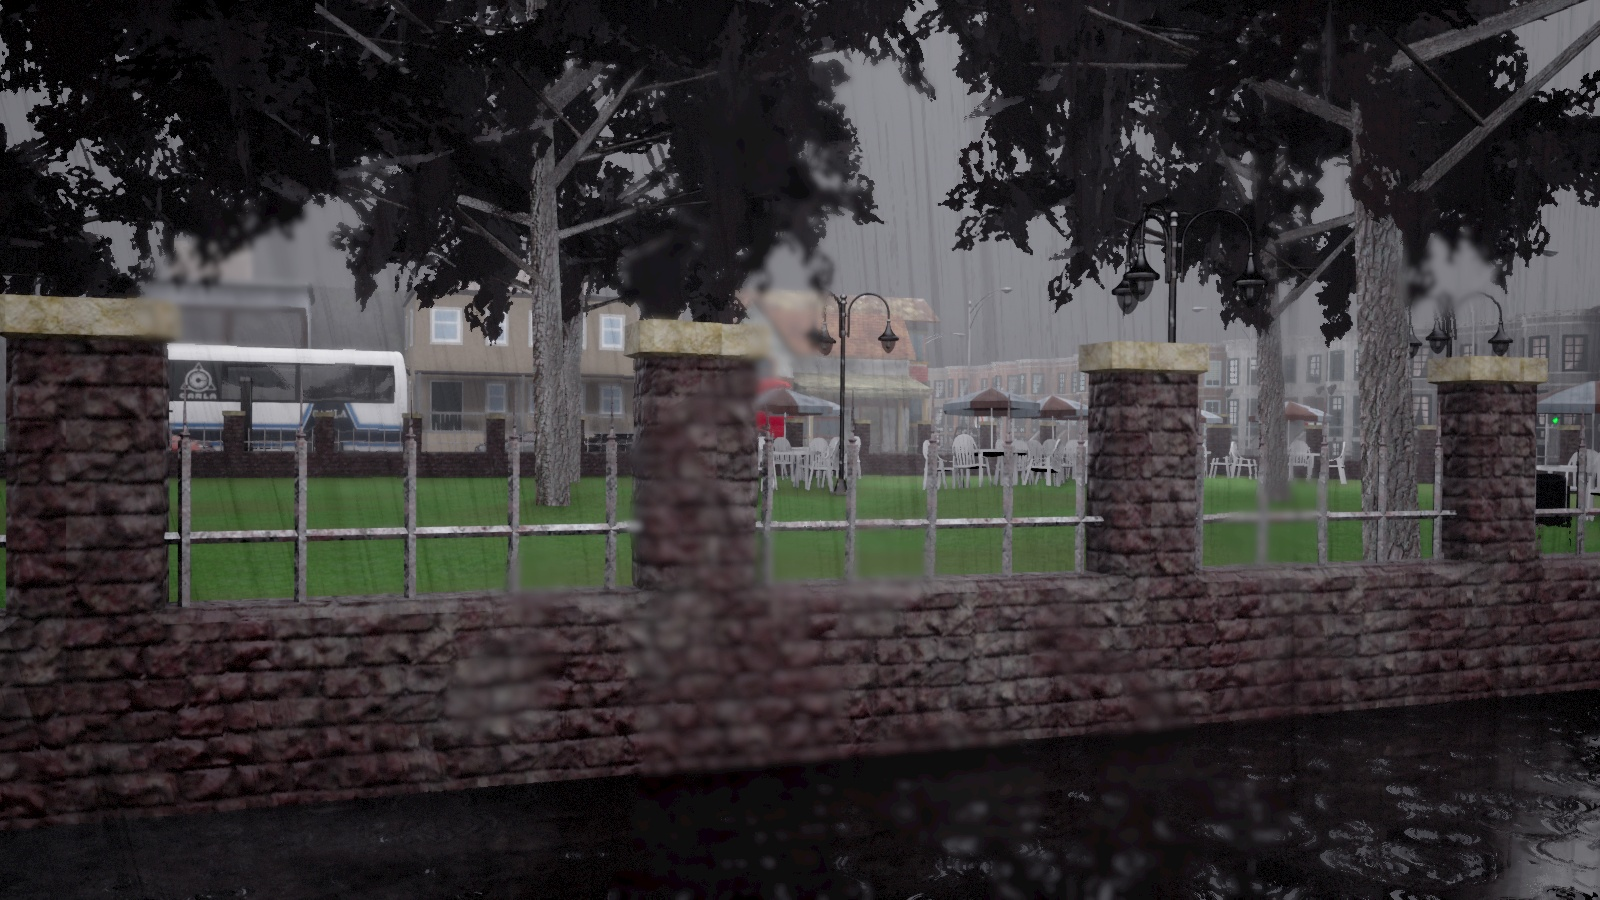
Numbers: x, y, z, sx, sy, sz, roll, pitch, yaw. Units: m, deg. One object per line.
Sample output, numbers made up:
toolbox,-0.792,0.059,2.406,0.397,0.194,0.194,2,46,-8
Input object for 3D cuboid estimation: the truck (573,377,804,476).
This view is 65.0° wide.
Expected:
truck,-4.109,-0.893,46.331,7.936,3.462,2.891,-1,1,-21

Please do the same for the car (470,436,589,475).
car,-10.402,0.190,48.242,4.181,1.385,1.994,-1,1,-21

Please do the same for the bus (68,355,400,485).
bus,-19.743,-1.092,44.682,10.273,4.253,3.944,-1,1,-20

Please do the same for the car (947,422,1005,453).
car,10.744,-0.773,76.893,1.905,1.878,3.866,-1,1,-21

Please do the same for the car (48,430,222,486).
car,-21.025,0.220,39.941,4.611,1.667,2.242,-1,1,-21
